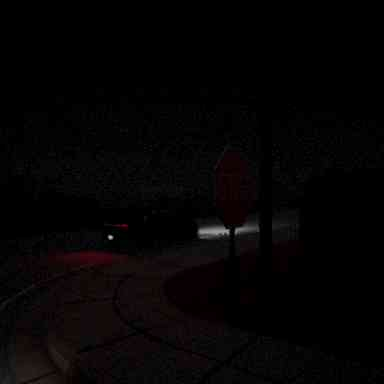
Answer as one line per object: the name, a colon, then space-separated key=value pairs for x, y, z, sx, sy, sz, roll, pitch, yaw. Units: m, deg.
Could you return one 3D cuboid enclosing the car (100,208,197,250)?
car: x=-1.623 y=1.449 z=14.256 sx=2.128 sy=1.511 sz=4.902 roll=0 pitch=0 yaw=35
